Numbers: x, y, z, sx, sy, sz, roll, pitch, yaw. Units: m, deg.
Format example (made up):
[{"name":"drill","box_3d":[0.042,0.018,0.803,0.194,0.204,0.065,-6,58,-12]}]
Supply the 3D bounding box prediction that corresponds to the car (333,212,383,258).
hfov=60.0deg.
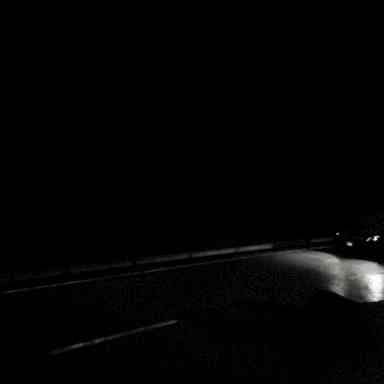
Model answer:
[{"name":"car","box_3d":[7.453,1.513,12.646,4.674,1.442,1.812,0,0,-30]}]
